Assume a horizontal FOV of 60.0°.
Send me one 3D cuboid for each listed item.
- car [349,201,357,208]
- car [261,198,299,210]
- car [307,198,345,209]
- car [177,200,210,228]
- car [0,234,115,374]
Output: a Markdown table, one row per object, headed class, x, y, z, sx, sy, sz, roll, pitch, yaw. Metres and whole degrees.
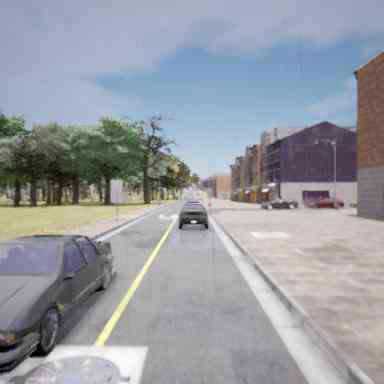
| class | x | y | z | sx | sy | sz | roll | pitch | yaw |
| --- | --- | --- | --- | --- | --- | --- | --- | --- | --- |
| car | 21.328 | 1.149 | 39.721 | 4.829 | 1.417 | 1.752 | -1 | 1 | 0 |
| car | 10.436 | 1.410 | 39.727 | 4.403 | 1.369 | 2.008 | -1 | 1 | 0 |
| car | 15.968 | 1.321 | 39.725 | 4.206 | 1.307 | 1.802 | -1 | 1 | 0 |
| car | 0.102 | 1.524 | 22.072 | 1.837 | 1.490 | 4.892 | 0 | 0 | 0 |
| car | -2.850 | 1.548 | 6.264 | 2.033 | 1.411 | 5.357 | 0 | 0 | 0 |
